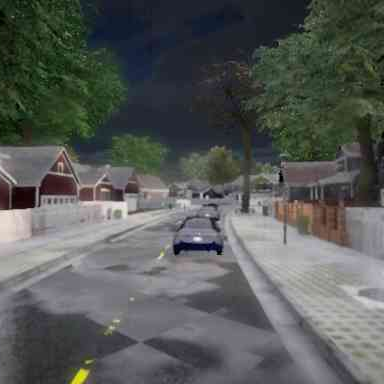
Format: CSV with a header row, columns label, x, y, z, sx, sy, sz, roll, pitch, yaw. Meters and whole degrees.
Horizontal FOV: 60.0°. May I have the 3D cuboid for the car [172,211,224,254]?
label,x,y,z,sx,sy,sz,roll,pitch,yaw
car,0.309,1.710,14.170,1.994,1.385,4.181,0,-1,3

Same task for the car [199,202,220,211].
label,x,y,z,sx,sy,sz,roll,pitch,yaw
car,1.473,1.868,29.061,1.994,1.385,4.181,0,-1,6
